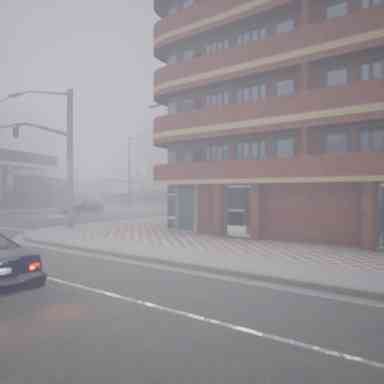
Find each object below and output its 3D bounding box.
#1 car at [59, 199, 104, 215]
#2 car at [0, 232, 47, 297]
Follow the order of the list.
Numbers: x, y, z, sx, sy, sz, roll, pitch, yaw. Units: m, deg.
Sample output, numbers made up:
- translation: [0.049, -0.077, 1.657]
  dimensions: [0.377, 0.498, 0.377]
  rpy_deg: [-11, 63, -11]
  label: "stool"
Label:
- translation: [-10.983, 1.471, 33.405]
  dimensions: [1.812, 1.442, 4.674]
  rpy_deg: [0, 0, 34]
  label: "car"
- translation: [-5.484, 1.530, 7.779]
  dimensions: [5.357, 1.411, 2.033]
  rpy_deg: [0, 0, 38]
  label: "car"
